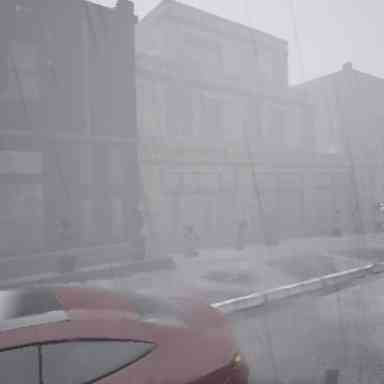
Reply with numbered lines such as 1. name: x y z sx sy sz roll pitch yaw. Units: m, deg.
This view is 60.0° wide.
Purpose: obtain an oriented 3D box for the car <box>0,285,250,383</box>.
1. car: -1.640 1.526 2.281 4.674 1.442 1.812 0 0 -35
